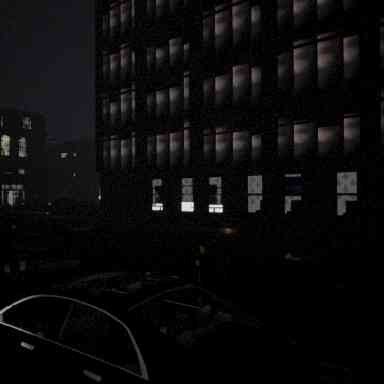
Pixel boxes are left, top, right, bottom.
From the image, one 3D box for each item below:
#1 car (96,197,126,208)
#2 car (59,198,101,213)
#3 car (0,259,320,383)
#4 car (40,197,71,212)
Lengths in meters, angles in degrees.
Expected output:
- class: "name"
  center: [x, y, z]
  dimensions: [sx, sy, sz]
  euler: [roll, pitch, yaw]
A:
- class: "car"
  center: [-12.416, 1.643, 51.193]
  dimensions: [1.967, 1.590, 4.097]
  euler: [-1, -1, 36]
- class: "car"
  center: [-12.197, 1.683, 37.287]
  dimensions: [1.802, 1.307, 4.206]
  euler: [-1, -1, 36]
- class: "car"
  center: [-0.978, 1.551, 3.574]
  dimensions: [4.403, 1.369, 2.008]
  euler: [0, 0, 35]
- class: "car"
  center: [-16.394, 1.490, 41.408]
  dimensions: [2.097, 1.767, 4.553]
  euler: [0, -1, 37]
